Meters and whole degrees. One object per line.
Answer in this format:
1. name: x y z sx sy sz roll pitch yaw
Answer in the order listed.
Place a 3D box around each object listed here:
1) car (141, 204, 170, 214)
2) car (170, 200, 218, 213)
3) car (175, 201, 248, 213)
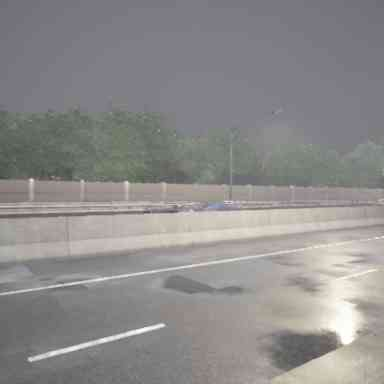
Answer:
1. car: -1.922 1.711 28.419 4.718 1.301 1.895 1 0 -36
2. car: 0.953 1.470 26.170 4.553 1.767 2.097 1 0 -35
3. car: 1.613 1.584 22.342 5.008 1.535 1.882 1 0 -36
